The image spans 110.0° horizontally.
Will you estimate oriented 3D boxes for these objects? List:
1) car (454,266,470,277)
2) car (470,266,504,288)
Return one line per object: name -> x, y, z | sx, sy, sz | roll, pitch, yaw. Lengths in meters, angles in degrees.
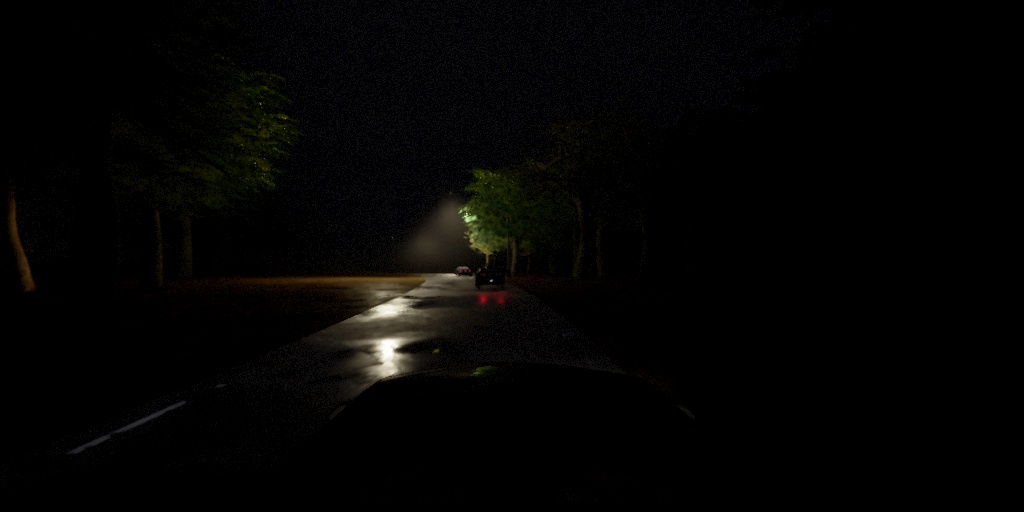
car -> -6.933, 2.160, 50.244 | 2.033, 1.411, 5.357 | -1, -2, -17
car -> -1.677, 1.435, 25.487 | 2.128, 1.511, 4.902 | 0, -1, -8
